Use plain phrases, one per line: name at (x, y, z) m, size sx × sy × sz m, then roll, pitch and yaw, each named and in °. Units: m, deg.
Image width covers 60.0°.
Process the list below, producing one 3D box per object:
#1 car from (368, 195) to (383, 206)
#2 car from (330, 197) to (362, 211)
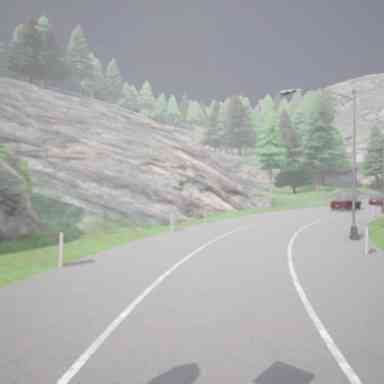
car at (25.244, 1.073, 43.963) m, size 4.181 × 1.385 × 1.994 m, roll -2°, pitch 1°, yaw -32°
car at (17.221, 1.259, 37.123) m, size 5.008 × 1.535 × 1.882 m, roll -2°, pitch 1°, yaw -44°
